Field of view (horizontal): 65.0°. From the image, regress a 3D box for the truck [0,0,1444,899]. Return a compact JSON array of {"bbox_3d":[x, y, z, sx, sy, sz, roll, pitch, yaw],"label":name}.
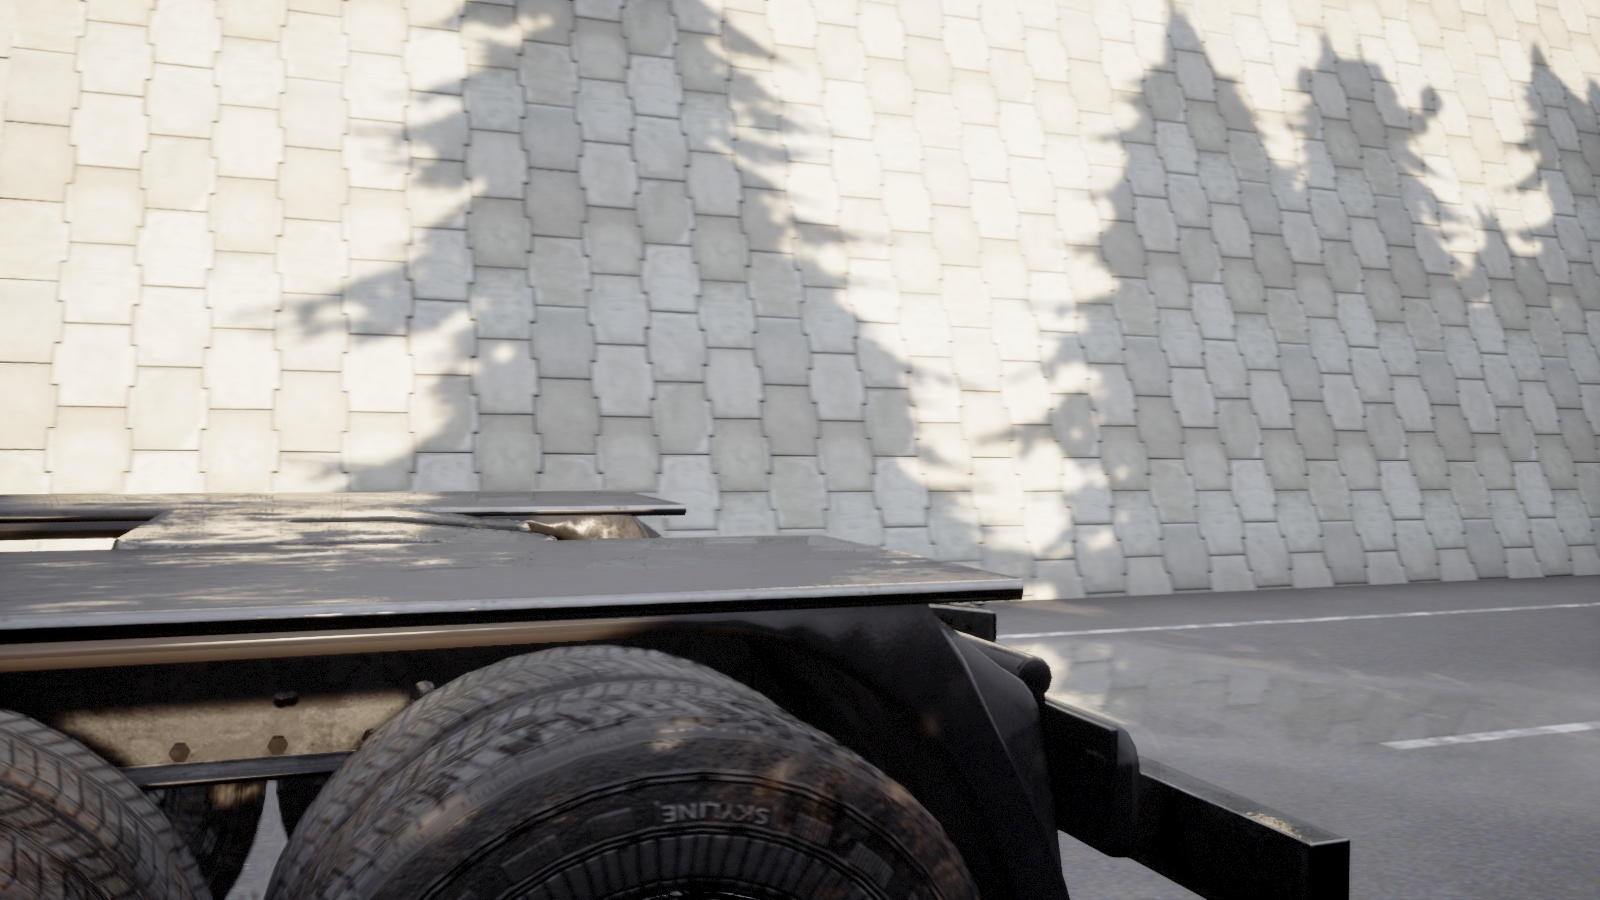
[{"bbox_3d":[-3.154,-0.183,2.030,7.936,3.462,2.891,-1,1,-21],"label":"truck"}]
